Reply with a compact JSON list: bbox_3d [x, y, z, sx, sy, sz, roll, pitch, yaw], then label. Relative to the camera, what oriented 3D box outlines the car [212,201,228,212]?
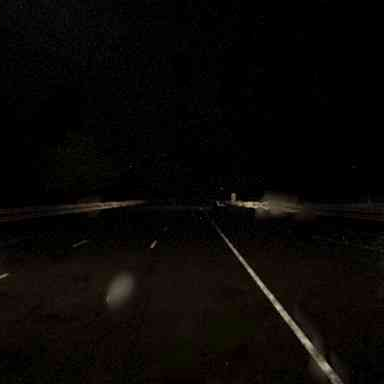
[{"bbox_3d":[4.149,2.116,49.373,2.128,1.511,4.902,0,-1,-4],"label":"car"}]
